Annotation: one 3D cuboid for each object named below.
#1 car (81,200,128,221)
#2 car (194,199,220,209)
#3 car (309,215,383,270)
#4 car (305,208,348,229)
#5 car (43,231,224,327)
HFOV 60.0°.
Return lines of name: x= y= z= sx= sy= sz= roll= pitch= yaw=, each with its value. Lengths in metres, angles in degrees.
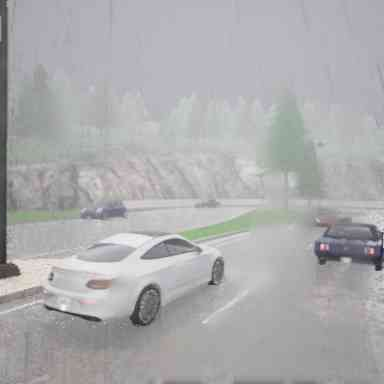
car: x=-7.418 y=1.470 z=28.499 sx=2.097 sy=1.767 sz=4.553 roll=0 pitch=0 yaw=21
car: x=2.511 y=1.891 z=53.594 sx=4.892 sy=1.490 sz=1.837 roll=1 pitch=-1 yaw=-44
car: x=5.683 y=1.737 z=11.724 sx=1.895 sy=1.301 sz=4.718 roll=0 pitch=0 yaw=30
car: x=9.357 y=1.811 z=22.754 sx=1.994 sy=1.385 sz=4.181 roll=0 pitch=-1 yaw=42
car: x=-0.886 y=1.566 z=7.201 sx=1.812 sy=1.442 sz=4.674 roll=0 pitch=0 yaw=29
